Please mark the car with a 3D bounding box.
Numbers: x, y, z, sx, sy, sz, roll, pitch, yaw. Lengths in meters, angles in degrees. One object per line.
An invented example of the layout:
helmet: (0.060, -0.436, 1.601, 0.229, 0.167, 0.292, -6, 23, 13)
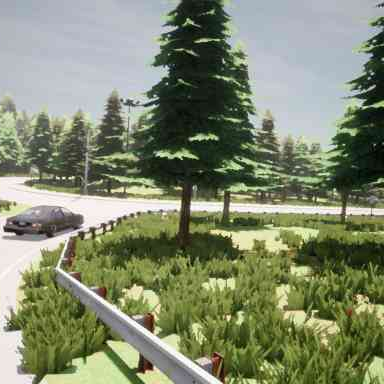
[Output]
car: (-7.392, 1.410, 17.288, 2.033, 1.411, 5.357, 4, 1, 3)
